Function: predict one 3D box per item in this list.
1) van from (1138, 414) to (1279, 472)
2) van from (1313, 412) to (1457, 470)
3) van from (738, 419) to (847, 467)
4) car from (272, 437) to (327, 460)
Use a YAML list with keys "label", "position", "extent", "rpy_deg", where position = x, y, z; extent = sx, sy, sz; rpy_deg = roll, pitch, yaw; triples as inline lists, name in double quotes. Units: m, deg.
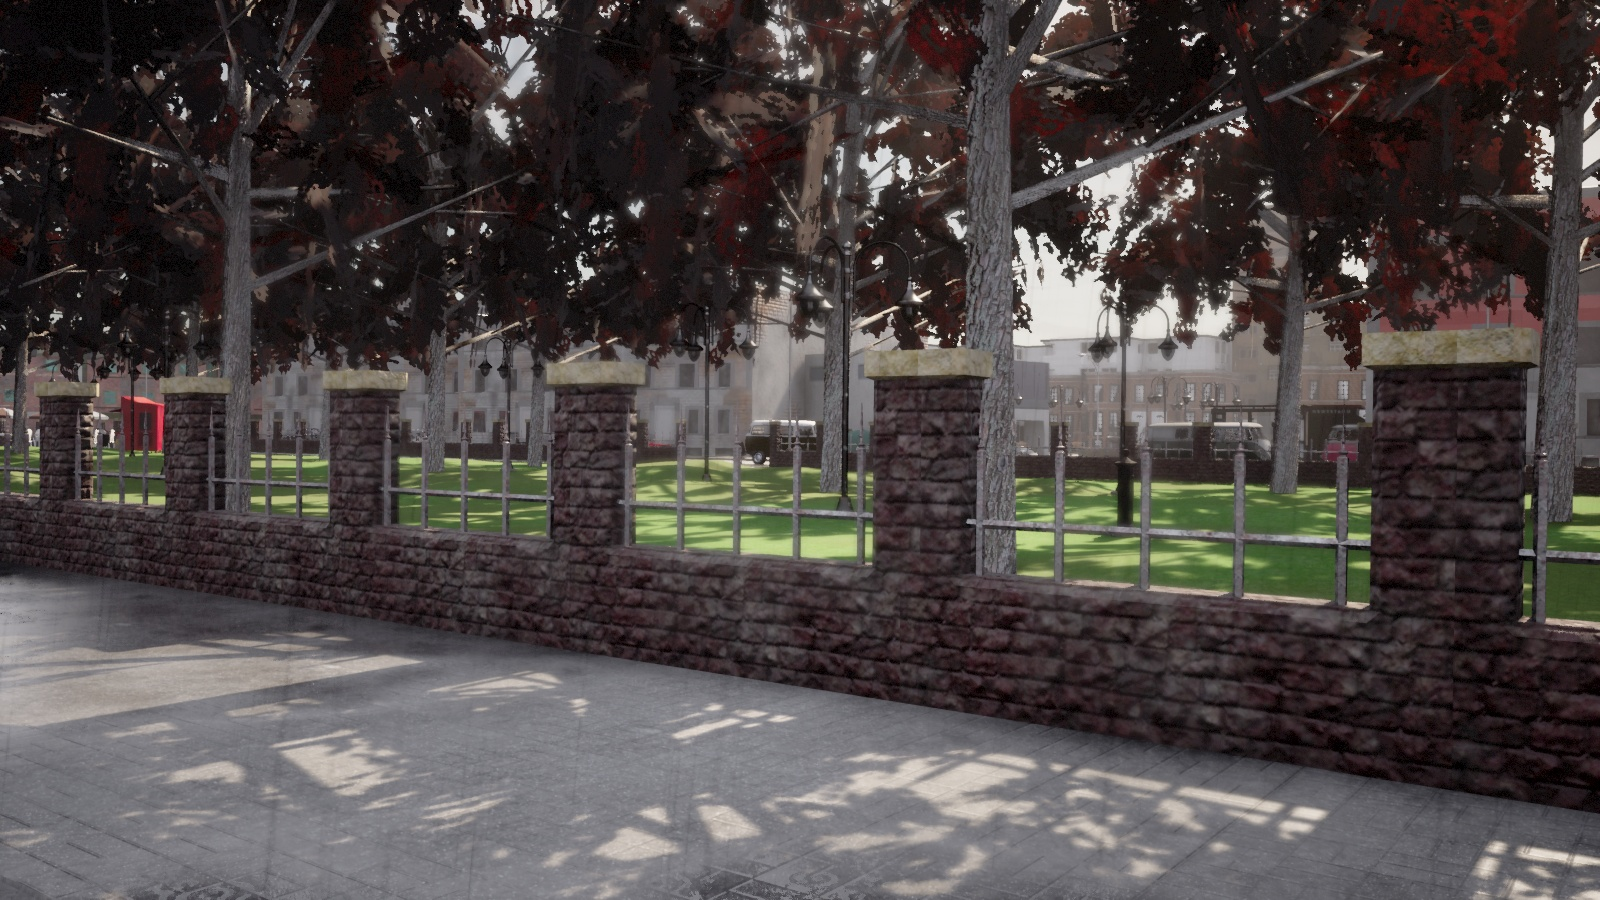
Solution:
- label: "van"
  position: [14.553, -0.260, 44.835]
  extent: [4.442, 1.987, 1.775]
  rpy_deg: [0, 1, 36]
- label: "van"
  position: [20.963, -0.321, 45.076]
  extent: [4.442, 1.987, 1.775]
  rpy_deg: [0, 1, 36]
- label: "van"
  position: [-0.362, -0.304, 55.839]
  extent: [4.480, 2.038, 2.069]
  rpy_deg: [0, 1, 36]
- label: "car"
  position: [-34.173, -0.115, 85.697]
  extent: [3.633, 1.501, 1.845]
  rpy_deg: [0, 1, 36]
